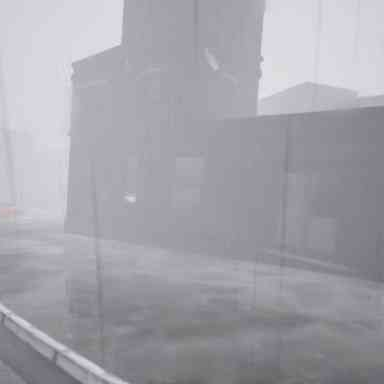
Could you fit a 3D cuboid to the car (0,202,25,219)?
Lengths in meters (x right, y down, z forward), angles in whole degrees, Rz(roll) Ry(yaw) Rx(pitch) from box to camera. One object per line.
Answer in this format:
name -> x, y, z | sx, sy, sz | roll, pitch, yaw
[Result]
car -> -19.567, 1.833, 35.404 | 2.097, 1.767, 4.553 | 4, -2, -5
